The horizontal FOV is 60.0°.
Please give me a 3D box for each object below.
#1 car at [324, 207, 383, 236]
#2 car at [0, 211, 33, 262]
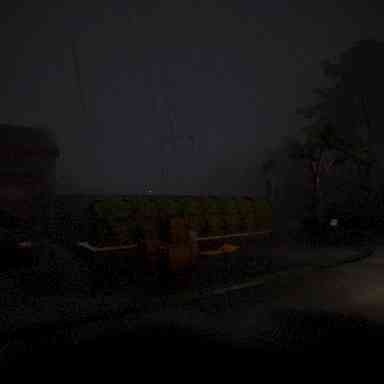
[{"bbox_3d":[9.391,1.547,18.895,2.033,1.411,5.357,0,0,-39],"label":"car"},{"bbox_3d":[-6.477,1.356,10.777,2.033,1.415,5.357,0,0,-33],"label":"car"}]
